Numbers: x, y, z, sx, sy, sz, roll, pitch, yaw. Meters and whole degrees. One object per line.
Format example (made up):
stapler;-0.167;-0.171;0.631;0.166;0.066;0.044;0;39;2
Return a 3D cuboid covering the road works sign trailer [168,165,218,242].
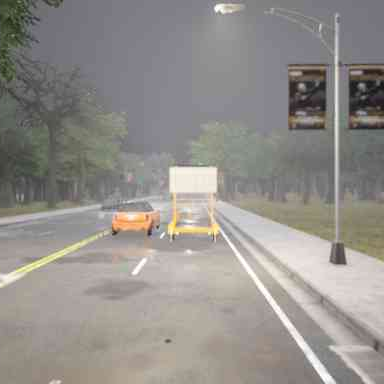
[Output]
road works sign trailer;0.066;0.480;16.333;2.380;3.560;2.880;0;0;0

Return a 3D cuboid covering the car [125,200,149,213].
car;-6.344;1.608;38.786;1.895;1.301;4.718;0;0;1

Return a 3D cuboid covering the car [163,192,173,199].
car;-5.670;1.050;79.233;2.150;2.045;5.566;0;0;1

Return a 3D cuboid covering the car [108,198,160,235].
car;-3.062;1.368;19.001;2.097;1.767;4.553;0;0;0

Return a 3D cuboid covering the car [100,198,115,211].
car;-9.578;1.512;40.004;1.837;1.490;4.892;0;0;1
